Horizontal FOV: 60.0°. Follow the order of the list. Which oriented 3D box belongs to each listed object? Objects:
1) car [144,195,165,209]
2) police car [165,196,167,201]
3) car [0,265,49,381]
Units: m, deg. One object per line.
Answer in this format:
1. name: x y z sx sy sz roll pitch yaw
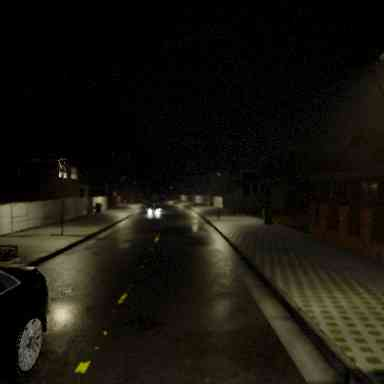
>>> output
1. car: -5.237 1.532 46.246 2.128 1.511 4.902 0 0 -6
2. police car: -7.730 1.656 88.782 1.930 1.638 5.238 0 0 -11
3. car: -2.895 1.493 2.745 2.128 1.511 4.902 0 0 -1
